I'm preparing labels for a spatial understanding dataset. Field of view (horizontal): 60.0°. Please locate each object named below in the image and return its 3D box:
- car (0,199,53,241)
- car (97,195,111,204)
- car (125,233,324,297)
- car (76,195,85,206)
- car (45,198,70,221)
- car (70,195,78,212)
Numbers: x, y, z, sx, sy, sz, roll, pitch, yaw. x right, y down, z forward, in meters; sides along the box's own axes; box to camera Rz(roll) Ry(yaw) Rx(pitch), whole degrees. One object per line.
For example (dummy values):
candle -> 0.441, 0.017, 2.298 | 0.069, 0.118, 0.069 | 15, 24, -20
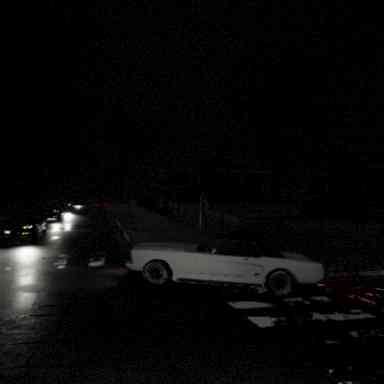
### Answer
car -> -7.812, 1.298, 15.240 | 1.837, 1.490, 4.892 | 2, 0, -16
car -> -15.402, 1.289, 58.209 | 1.812, 1.442, 4.674 | 1, 0, -6
car -> 0.743, 1.734, 8.633 | 4.718, 1.301, 1.895 | 4, -2, 2
car -> -16.688, 1.209, 48.127 | 2.033, 1.411, 5.357 | 1, 0, -12
car -> -10.394, 1.206, 24.339 | 1.882, 1.535, 5.008 | 2, 0, -16
car -> -13.107, 1.279, 33.998 | 1.895, 1.301, 4.718 | 2, 0, -15
